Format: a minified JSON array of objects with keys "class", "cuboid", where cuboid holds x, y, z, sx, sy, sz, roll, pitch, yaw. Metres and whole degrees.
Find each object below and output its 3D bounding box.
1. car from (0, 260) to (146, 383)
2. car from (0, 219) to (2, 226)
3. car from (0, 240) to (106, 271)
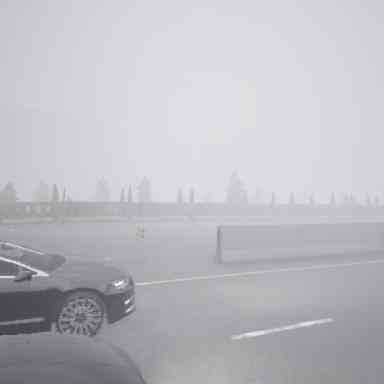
[{"class":"car","cuboid":[-2.559,1.506,1.681,4.892,1.490,1.837,-1,0,-24]},{"class":"car","cuboid":[-12.361,1.525,16.689,4.902,1.511,2.128,-1,0,-24]},{"class":"car","cuboid":[-3.365,1.489,5.154,4.902,1.511,2.128,0,0,-24]}]
